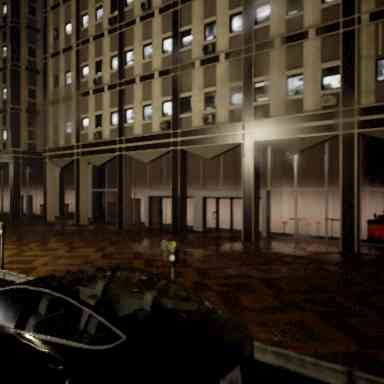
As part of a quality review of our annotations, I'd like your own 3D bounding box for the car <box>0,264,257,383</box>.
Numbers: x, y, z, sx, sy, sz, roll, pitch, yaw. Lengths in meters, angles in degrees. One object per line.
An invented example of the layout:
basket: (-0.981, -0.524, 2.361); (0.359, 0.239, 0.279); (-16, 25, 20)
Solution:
car: (-1.384, 1.549, 3.863); (4.313, 1.339, 1.947); (0, 0, 35)
